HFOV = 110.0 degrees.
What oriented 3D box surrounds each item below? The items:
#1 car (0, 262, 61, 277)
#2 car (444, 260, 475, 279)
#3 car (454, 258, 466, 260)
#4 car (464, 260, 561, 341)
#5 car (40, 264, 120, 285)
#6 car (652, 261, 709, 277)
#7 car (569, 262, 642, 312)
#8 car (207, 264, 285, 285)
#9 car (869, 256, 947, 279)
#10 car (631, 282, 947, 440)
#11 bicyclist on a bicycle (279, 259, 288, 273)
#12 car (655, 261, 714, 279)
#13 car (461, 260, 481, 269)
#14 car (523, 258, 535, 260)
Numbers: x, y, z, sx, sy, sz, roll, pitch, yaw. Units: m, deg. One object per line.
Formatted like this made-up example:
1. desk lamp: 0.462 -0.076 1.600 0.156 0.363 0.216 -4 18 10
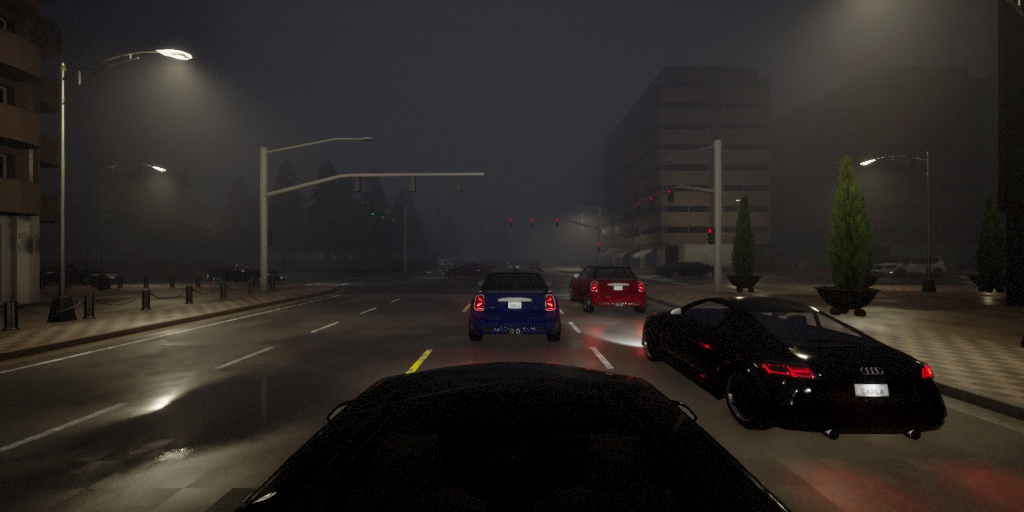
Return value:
1. car: -49.538 1.353 36.265 5.357 1.411 2.033 0 0 0
2. car: -3.894 1.308 33.023 4.674 1.442 1.812 0 0 0
3. car: -6.936 1.102 47.459 2.097 1.767 4.553 0 0 2
4. car: 0.078 1.102 10.012 2.097 1.767 4.553 0 0 0
5. car: -31.030 1.297 25.702 4.902 1.511 2.128 0 0 0
6. car: 17.149 1.310 36.616 4.892 1.490 1.837 0 0 0
7. car: 3.598 1.102 14.242 2.097 1.767 4.553 0 0 0
8. car: -19.010 1.297 25.754 4.902 1.511 2.128 0 0 0
9. car: 36.612 1.026 33.198 5.566 2.045 2.150 0 0 0
10. car: 3.604 1.314 5.602 1.994 1.385 4.181 0 0 0
11. bicyclist on a bicycle: -25.635 1.106 40.208 0.582 1.620 1.656 0 0 0
12. car: 16.269 1.283 33.112 5.008 1.535 1.882 0 0 0
13. car: -6.469 1.297 56.916 2.033 1.411 5.357 0 0 6
14. car: 2.953 1.297 45.944 2.033 1.411 5.357 0 0 7
